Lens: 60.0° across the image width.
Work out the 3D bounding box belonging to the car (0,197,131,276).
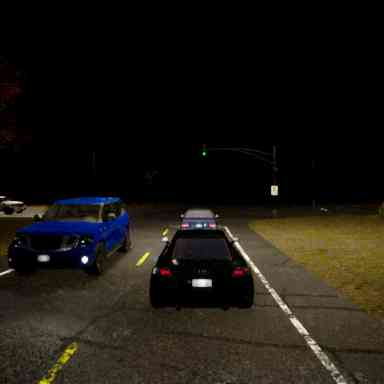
[{"bbox_3d":[-3.458,1.211,10.649,2.150,2.045,5.566,0,0,1],"label":"car"}]

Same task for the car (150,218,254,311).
[{"bbox_3d":[0.193,1.558,7.827,1.994,1.385,4.181,0,0,0],"label":"car"}]

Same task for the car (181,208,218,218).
[{"bbox_3d":[0.383,1.530,17.221,2.033,1.411,5.357,0,0,2],"label":"car"}]
